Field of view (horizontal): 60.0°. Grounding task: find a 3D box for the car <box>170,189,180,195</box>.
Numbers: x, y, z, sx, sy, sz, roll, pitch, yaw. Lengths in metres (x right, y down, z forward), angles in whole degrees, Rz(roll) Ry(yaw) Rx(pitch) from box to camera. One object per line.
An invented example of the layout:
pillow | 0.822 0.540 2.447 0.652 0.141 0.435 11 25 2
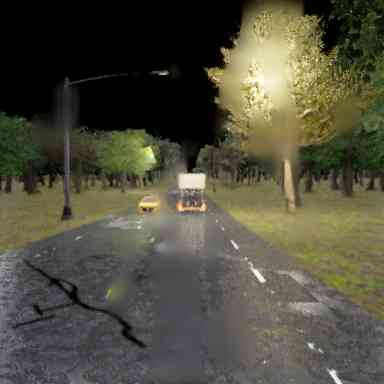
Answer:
car | -3.512 -0.001 70.172 1.895 1.301 4.718 0 2 0

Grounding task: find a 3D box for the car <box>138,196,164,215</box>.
car | -3.602 1.120 29.647 1.882 1.535 5.008 0 1 0

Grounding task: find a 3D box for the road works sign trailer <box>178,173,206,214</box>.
road works sign trailer | -0.005 0.118 29.081 2.380 3.560 2.880 0 1 0
